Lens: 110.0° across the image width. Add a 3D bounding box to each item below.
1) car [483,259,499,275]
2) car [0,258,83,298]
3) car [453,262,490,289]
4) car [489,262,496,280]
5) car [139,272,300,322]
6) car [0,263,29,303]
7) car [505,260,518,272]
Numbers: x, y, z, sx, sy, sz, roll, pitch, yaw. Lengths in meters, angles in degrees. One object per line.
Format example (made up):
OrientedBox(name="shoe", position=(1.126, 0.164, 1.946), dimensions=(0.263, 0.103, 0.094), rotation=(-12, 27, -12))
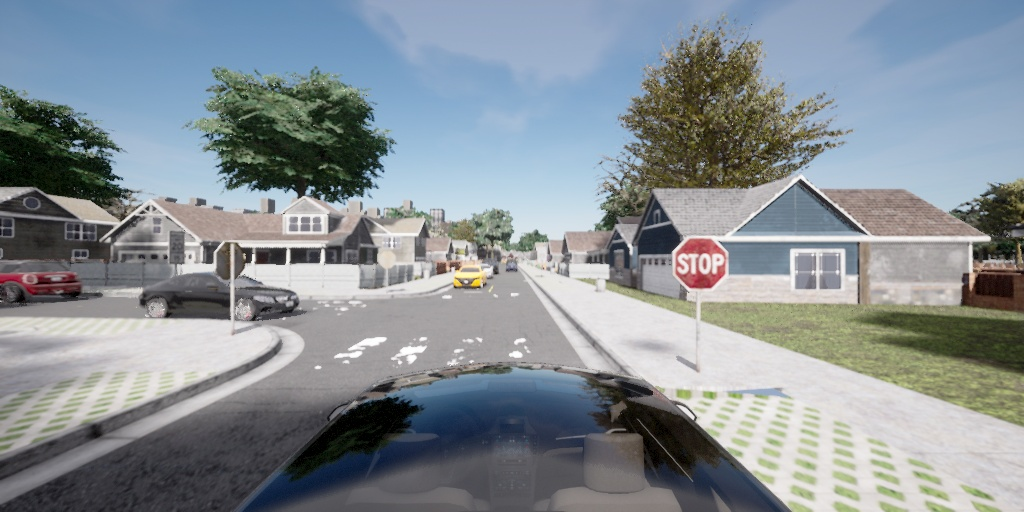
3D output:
OrientedBox(name="car", position=(-2.869, 1.354, 46.578), dimensions=(2.150, 2.045, 5.566), rotation=(0, -1, 0))
OrientedBox(name="car", position=(-21.206, 0.965, 15.028), dimensions=(4.553, 1.767, 2.097), rotation=(1, 0, 0))
OrientedBox(name="car", position=(-2.899, 1.428, 25.621), dimensions=(1.882, 1.535, 5.008), rotation=(0, 0, 2))
OrientedBox(name="car", position=(-2.871, 1.563, 35.945), dimensions=(1.812, 1.442, 4.674), rotation=(0, -1, 0))
OrientedBox(name="car", position=(-9.451, 1.253, 11.703), dimensions=(4.674, 1.442, 1.812), rotation=(1, 0, 5))
OrientedBox(name="car", position=(-20.273, 1.095, 12.074), dimensions=(4.902, 1.511, 2.128), rotation=(1, 0, 0))
OrientedBox(name="car", position=(-0.038, 1.778, 56.505), dimensions=(2.033, 1.411, 5.357), rotation=(0, -1, 0))
